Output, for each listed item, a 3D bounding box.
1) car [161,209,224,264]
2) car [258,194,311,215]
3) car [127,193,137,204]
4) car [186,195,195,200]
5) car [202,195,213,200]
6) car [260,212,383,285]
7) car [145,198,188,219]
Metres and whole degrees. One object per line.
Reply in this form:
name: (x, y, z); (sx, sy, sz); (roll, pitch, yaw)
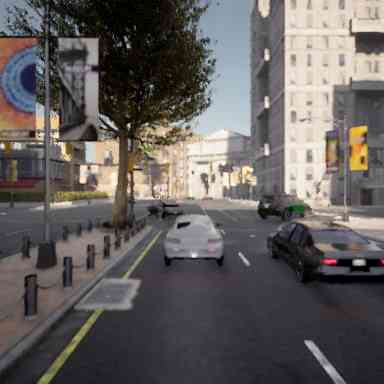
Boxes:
car: (0.068, 1.526, 11.625); (1.812, 1.442, 4.674); (0, 0, 0)
car: (7.681, 1.221, 27.450); (5.566, 2.045, 2.150); (0, -1, -44)
car: (-11.548, 1.219, 60.790); (2.150, 2.045, 5.566); (0, 0, 0)
car: (-0.451, 1.411, 86.544); (1.895, 1.301, 4.718); (0, 0, -8)
car: (4.134, 1.508, 86.574); (1.895, 1.301, 4.718); (0, 0, 20)
car: (3.558, 1.548, 9.566); (2.033, 1.411, 5.357); (0, 0, 0)
car: (-2.553, 1.492, 29.134); (2.128, 1.511, 4.902); (0, 0, -29)
